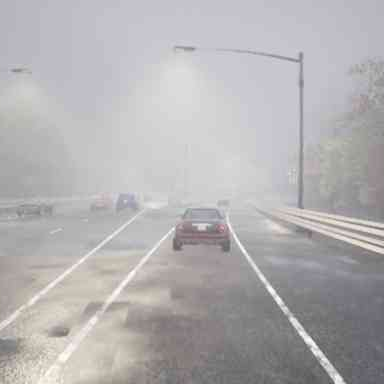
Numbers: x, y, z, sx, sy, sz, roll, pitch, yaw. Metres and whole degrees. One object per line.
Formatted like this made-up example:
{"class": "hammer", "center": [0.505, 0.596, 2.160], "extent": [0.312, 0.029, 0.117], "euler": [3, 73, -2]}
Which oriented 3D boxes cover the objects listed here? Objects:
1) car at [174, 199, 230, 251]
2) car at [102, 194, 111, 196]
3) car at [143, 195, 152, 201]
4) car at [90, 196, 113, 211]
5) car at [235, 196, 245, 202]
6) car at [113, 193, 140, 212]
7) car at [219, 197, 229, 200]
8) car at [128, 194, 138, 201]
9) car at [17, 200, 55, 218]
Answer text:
{"class": "car", "center": [0.453, 1.358, 14.370], "extent": [2.097, 1.767, 4.553], "euler": [1, 0, 3]}
{"class": "car", "center": [-16.399, 1.251, 64.486], "extent": [2.097, 1.767, 4.553], "euler": [0, 0, -4]}
{"class": "car", "center": [-10.680, 1.409, 80.016], "extent": [1.882, 1.535, 5.008], "euler": [0, 0, -4]}
{"class": "car", "center": [-11.043, 1.497, 40.641], "extent": [1.994, 1.385, 4.181], "euler": [0, 0, -4]}
{"class": "car", "center": [12.905, 1.777, 89.302], "extent": [2.097, 1.767, 4.553], "euler": [0, 0, 17]}
{"class": "car", "center": [-7.375, 1.176, 38.653], "extent": [2.150, 2.045, 5.566], "euler": [0, 0, -4]}
{"class": "car", "center": [5.632, 1.725, 58.731], "extent": [1.882, 1.535, 5.008], "euler": [0, -1, 11]}
{"class": "car", "center": [-14.140, 1.388, 79.351], "extent": [1.882, 1.535, 5.008], "euler": [0, 0, -4]}
{"class": "car", "center": [-13.683, 1.409, 29.413], "extent": [2.128, 1.511, 4.902], "euler": [0, 0, -4]}
